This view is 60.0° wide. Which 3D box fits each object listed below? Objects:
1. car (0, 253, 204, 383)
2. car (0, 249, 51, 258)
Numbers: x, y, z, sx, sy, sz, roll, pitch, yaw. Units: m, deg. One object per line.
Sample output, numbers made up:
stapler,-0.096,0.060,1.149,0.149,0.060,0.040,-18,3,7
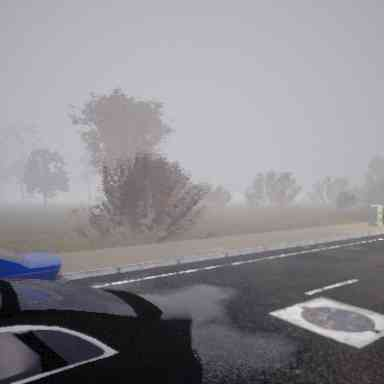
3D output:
car,-2.168,1.490,2.141,4.902,1.511,2.128,0,0,-35
car,-4.364,1.475,4.568,5.008,1.535,1.882,0,0,-36
